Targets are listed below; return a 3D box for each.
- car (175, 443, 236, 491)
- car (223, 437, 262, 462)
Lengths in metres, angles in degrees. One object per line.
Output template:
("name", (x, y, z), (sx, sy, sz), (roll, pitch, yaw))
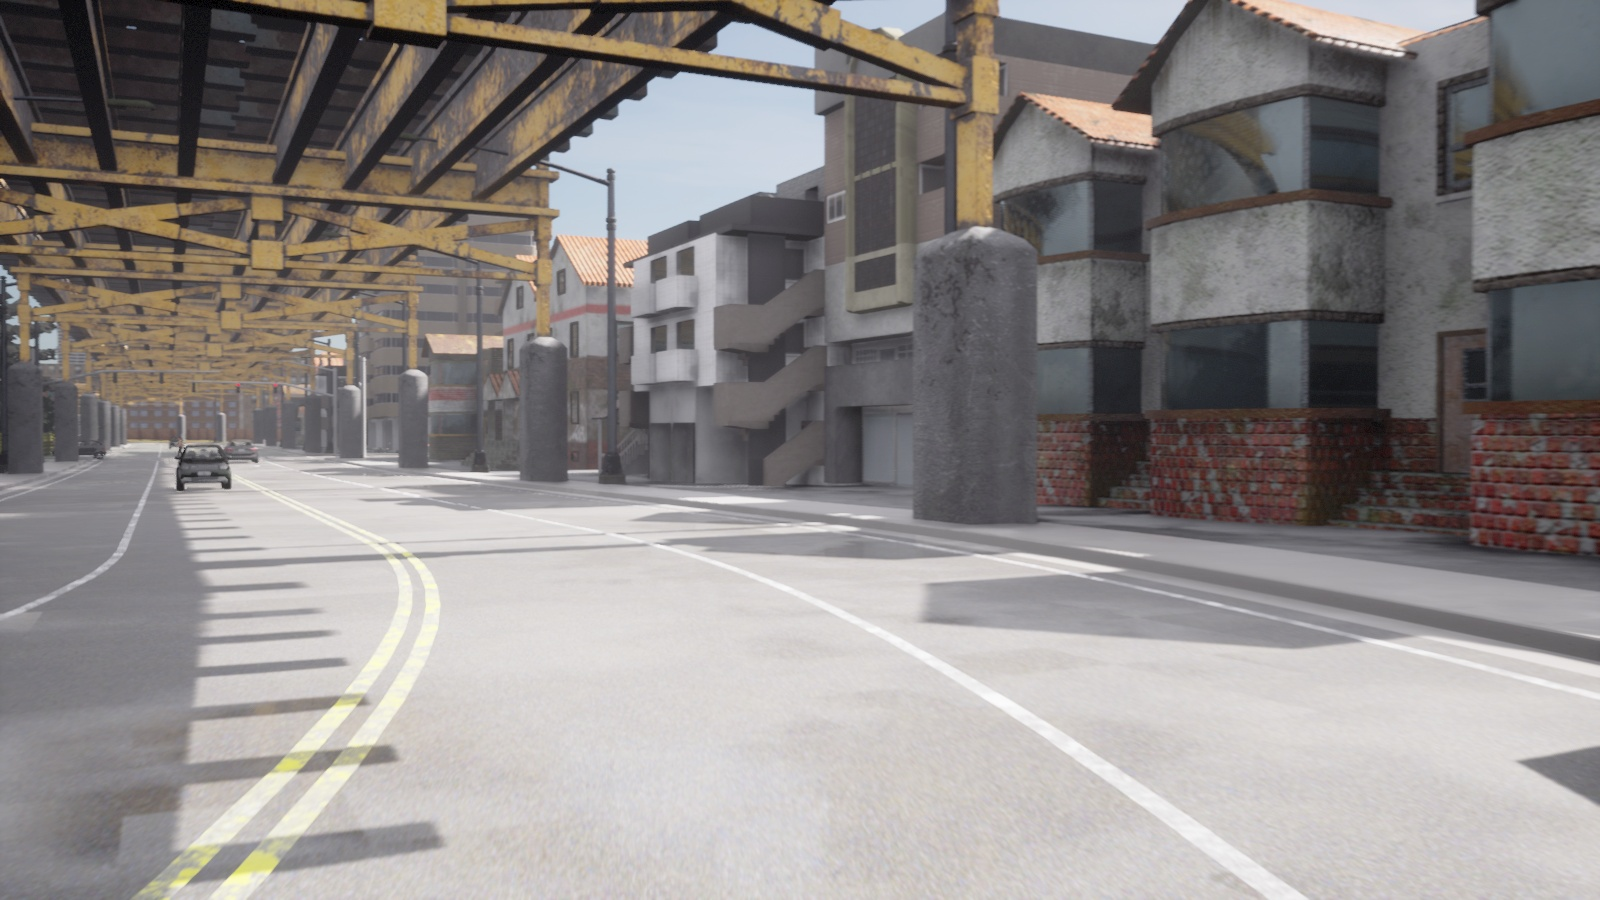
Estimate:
("car", (-20.449, 0.557, 43.148), (1.789, 1.549, 3.705), (0, 0, -27))
("car", (-39.350, -0.073, 88.573), (2.242, 1.667, 4.611), (0, 1, -27))
